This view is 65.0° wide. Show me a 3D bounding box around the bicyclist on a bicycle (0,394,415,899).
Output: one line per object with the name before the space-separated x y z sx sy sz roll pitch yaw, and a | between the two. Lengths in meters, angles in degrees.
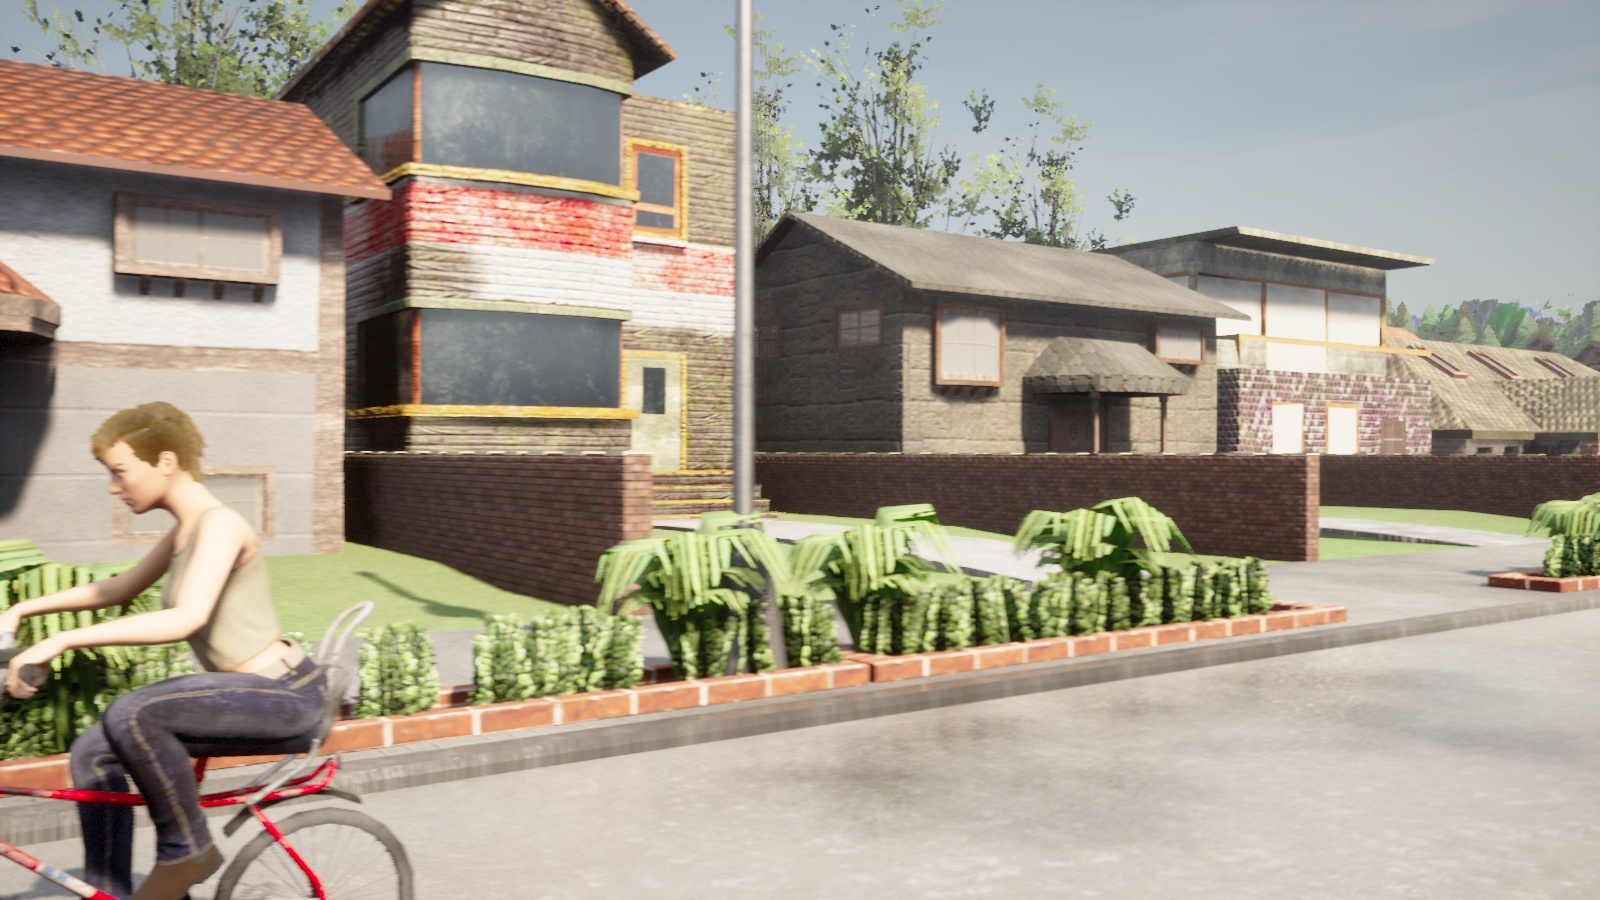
bicyclist on a bicycle | -1.812 0.693 3.007 1.509 1.612 0.866 0 0 -35
